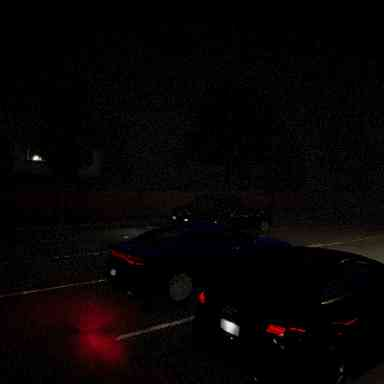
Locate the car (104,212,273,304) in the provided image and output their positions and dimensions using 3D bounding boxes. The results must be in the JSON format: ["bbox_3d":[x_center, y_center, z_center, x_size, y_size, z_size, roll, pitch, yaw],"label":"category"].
[{"bbox_3d":[0.401,1.480,8.203,5.008,1.535,1.882,0,0,-35],"label":"car"}]

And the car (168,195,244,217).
[{"bbox_3d":[1.168,1.227,21.894,5.566,2.045,2.150,0,0,-36],"label":"car"}]

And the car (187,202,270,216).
[{"bbox_3d":[2.390,1.510,18.466,4.892,1.490,1.837,0,0,-36],"label":"car"}]

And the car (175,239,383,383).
[{"bbox_3d":[2.074,1.566,5.097,4.181,1.385,1.994,0,0,-36],"label":"car"}]
